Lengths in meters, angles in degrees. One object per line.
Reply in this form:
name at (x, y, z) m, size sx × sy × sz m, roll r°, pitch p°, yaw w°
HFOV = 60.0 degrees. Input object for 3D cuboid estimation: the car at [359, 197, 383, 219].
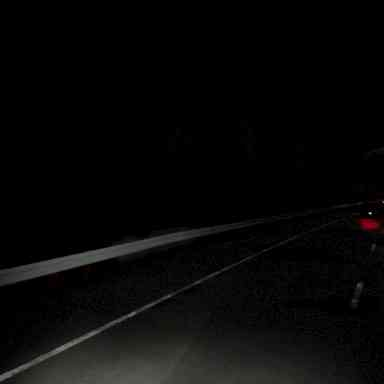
car at (16.160, 1.504, 29.524) m, size 1.837 × 1.490 × 4.892 m, roll 0°, pitch 0°, yaw 35°

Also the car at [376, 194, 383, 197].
car at (22.248, 1.221, 38.043) m, size 2.150 × 2.045 × 5.566 m, roll 0°, pitch 0°, yaw 36°
